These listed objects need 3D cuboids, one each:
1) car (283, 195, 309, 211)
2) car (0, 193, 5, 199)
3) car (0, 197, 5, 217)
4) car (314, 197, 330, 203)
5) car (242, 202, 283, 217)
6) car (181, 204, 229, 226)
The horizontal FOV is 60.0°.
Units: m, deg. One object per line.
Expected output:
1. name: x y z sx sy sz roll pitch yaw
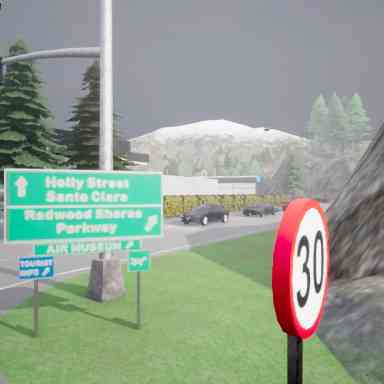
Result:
1. car: 13.466 1.413 42.792 2.150 2.045 5.566 0 0 36
2. car: -38.508 1.489 69.971 4.514 1.523 2.007 0 0 35
3. car: -12.314 1.504 26.023 1.905 1.878 3.866 0 0 35
4. car: 28.344 1.787 74.860 1.895 1.301 4.718 0 0 -42
5. car: 7.169 1.739 34.222 2.033 1.411 5.357 0 0 36
6. car: 1.112 1.696 25.903 1.837 1.490 4.892 0 0 36
